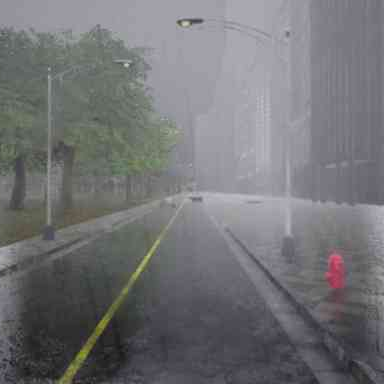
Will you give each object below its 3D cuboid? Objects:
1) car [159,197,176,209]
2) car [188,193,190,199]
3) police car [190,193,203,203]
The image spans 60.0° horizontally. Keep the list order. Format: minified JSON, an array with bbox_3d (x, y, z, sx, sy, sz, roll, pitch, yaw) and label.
[{"bbox_3d":[-3.098,1.349,43.066,1.812,1.442,4.674,0,0,0],"label":"car"},{"bbox_3d":[-0.028,1.034,79.820,1.895,1.301,4.718,0,0,0],"label":"car"},{"bbox_3d":[1.028,1.139,62.092,1.930,1.638,5.238,0,0,0],"label":"police car"}]
